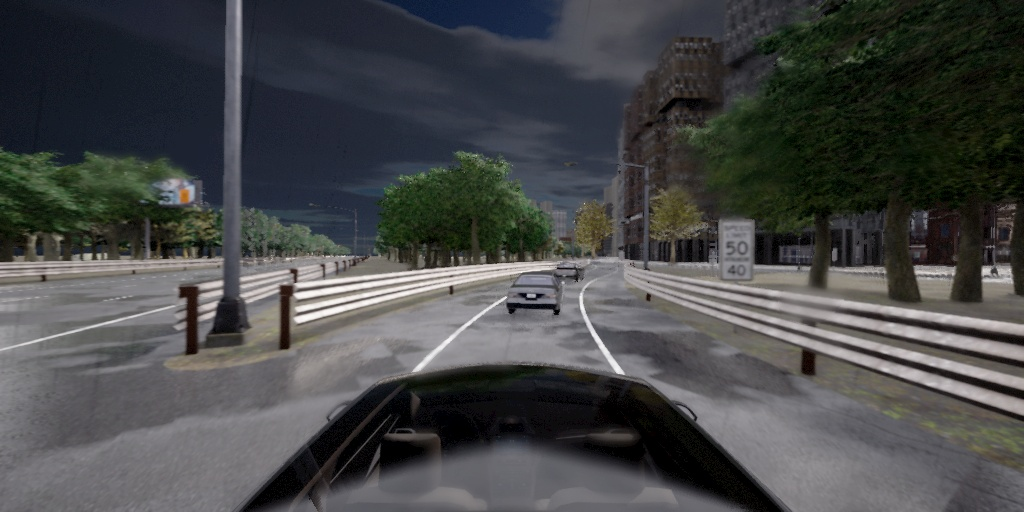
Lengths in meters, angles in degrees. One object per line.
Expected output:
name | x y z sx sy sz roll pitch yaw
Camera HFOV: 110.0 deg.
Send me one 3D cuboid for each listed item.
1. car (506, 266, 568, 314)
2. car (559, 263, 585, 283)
car | 1.000 1.299 13.794 2.033 1.411 5.357 0 0 9
car | 4.624 1.257 28.476 2.128 1.511 4.902 0 0 19
